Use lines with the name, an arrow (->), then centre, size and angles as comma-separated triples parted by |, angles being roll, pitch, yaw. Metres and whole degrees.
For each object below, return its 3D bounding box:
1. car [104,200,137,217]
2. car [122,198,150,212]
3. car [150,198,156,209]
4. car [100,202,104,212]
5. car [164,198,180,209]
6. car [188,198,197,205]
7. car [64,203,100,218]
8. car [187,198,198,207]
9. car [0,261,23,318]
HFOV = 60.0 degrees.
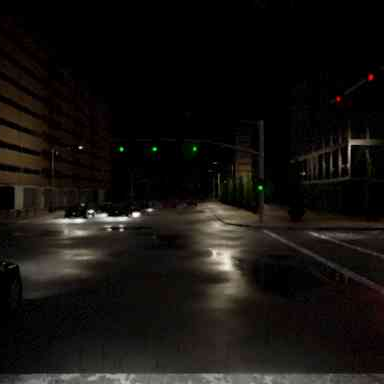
car -> -7.390, 1.829, 34.667 | 1.994, 1.385, 4.181 | 0, 0, 0
car -> -7.315, 1.824, 43.561 | 2.128, 1.511, 4.902 | 0, 0, 1
car -> -7.143, 1.760, 53.370 | 2.097, 1.767, 4.553 | 0, 0, 1
car -> -10.845, 1.917, 41.416 | 1.895, 1.301, 4.718 | 0, 0, 1
car -> -3.483, 1.982, 54.754 | 1.994, 1.385, 4.181 | 0, 0, 1
car -> 0.149, 2.032, 72.644 | 1.882, 1.535, 5.008 | 0, 0, 1
car -> -10.886, 1.813, 32.613 | 1.994, 1.385, 4.181 | 0, 0, 0
car -> 0.019, 1.955, 62.486 | 1.882, 1.535, 5.008 | 0, 0, 1
car -> -3.957, 1.541, 4.598 | 2.128, 1.511, 4.902 | 0, -1, -9
